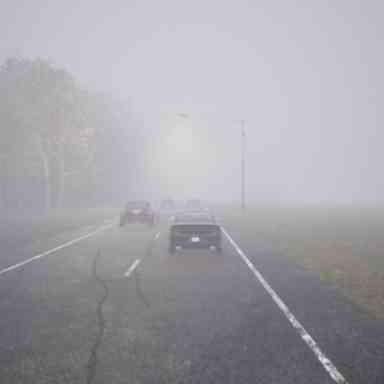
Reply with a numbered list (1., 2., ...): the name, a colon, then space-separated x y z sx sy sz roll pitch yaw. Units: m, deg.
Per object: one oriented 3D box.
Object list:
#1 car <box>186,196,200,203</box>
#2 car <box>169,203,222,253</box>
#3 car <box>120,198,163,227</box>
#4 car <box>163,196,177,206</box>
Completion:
1. car: 0.173 1.303 46.979 2.128 1.511 4.902 0 0 0
2. car: 0.123 1.427 13.521 1.882 1.535 5.008 0 0 0
3. car: -3.363 1.263 22.236 2.097 1.767 4.553 0 0 0
4. car: -3.324 1.303 48.515 1.837 1.490 4.892 0 0 0
